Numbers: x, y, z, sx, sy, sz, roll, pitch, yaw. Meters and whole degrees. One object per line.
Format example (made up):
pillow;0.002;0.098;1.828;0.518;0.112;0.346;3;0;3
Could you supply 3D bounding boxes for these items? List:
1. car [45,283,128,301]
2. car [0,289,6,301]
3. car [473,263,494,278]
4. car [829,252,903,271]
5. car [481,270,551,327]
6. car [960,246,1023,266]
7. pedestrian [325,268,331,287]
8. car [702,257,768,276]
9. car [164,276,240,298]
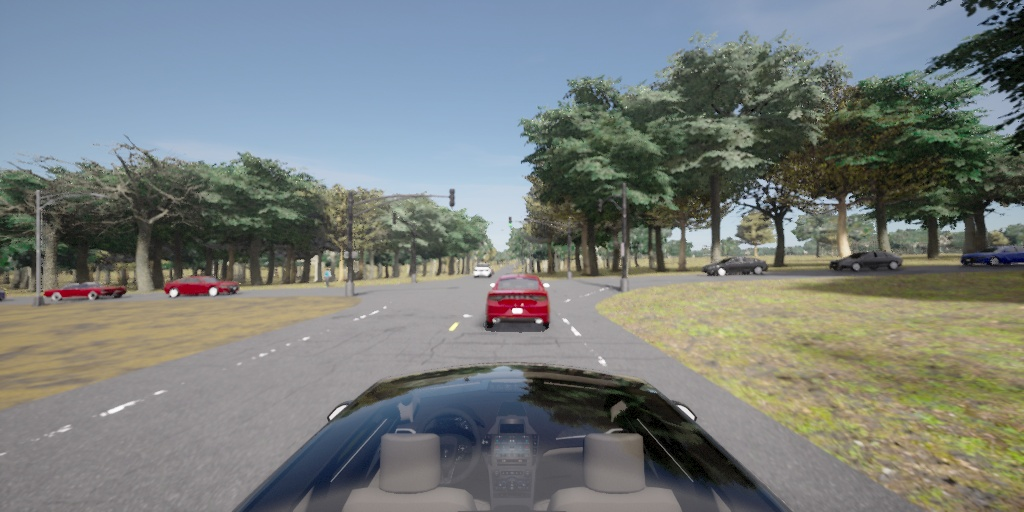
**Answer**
car;-33.142;2.756;28.012;4.718;1.301;1.895;-2;-1;2
car;-43.424;2.846;28.469;4.553;1.767;2.097;-2;-1;3
car;-4.090;2.027;50.489;2.150;2.045;5.566;0;-2;1
car;28.782;0.430;29.280;4.892;1.490;1.837;-2;-1;2
car;0.259;1.367;12.157;1.882;1.535;5.008;0;-1;3
car;39.340;-0.007;28.869;5.008;1.535;1.882;-2;-1;2
pedestrian;-18.031;2.099;34.998;0.375;1.860;0.375;0;1;2
car;18.359;0.846;29.678;4.892;1.490;1.837;-2;-1;2
car;-23.783;2.310;27.627;5.008;1.535;1.882;-2;-1;2
